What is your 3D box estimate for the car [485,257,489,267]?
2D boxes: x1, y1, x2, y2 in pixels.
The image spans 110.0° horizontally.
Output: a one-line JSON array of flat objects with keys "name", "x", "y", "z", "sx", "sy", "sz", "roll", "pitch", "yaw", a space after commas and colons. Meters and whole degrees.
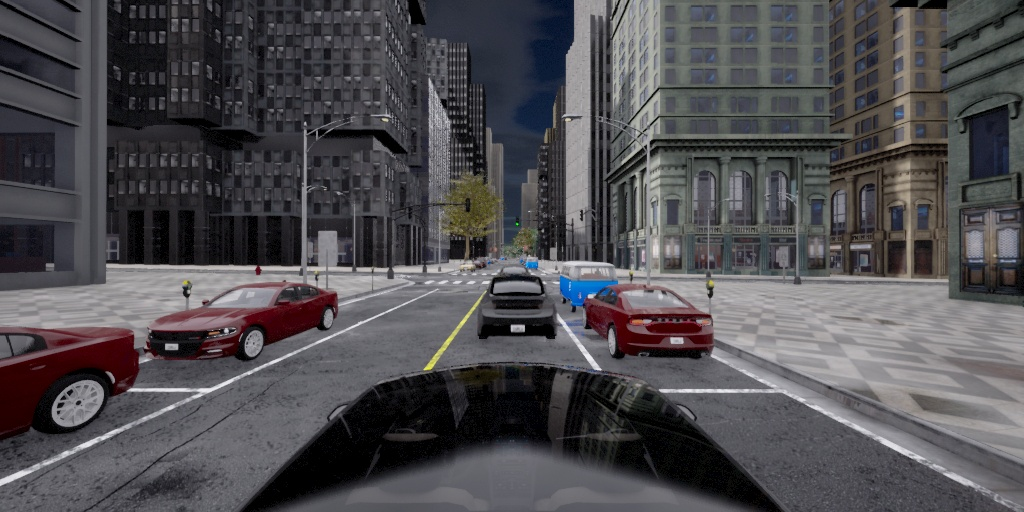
[{"name": "car", "x": -5.625, "y": 1.101, "z": 62.286, "sx": 2.192, "sy": 1.841, "sz": 5.009, "roll": 0, "pitch": 0, "yaw": 0}]

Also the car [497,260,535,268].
[{"name": "car", "x": 0.140, "y": 1.232, "z": 21.202, "sx": 1.882, "sy": 1.535, "sz": 5.008, "roll": 0, "pitch": 0, "yaw": 0}]

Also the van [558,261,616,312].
[{"name": "van", "x": 2.804, "y": 1.093, "z": 13.811, "sx": 1.690, "sy": 1.789, "sz": 3.998, "roll": 0, "pitch": 0, "yaw": 0}]

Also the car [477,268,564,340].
[{"name": "car", "x": 0.120, "y": 1.257, "z": 9.922, "sx": 1.837, "sy": 1.490, "sz": 4.892, "roll": 0, "pitch": 0, "yaw": 0}]

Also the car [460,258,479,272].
[{"name": "car", "x": -5.668, "y": 1.297, "z": 46.247, "sx": 1.751, "sy": 1.417, "sz": 4.829, "roll": 0, "pitch": 0, "yaw": 0}]

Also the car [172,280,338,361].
[{"name": "car", "x": -5.765, "y": 1.296, "z": 8.324, "sx": 1.888, "sy": 1.381, "sz": 4.507, "roll": 0, "pitch": 0, "yaw": 0}]

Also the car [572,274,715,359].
[{"name": "car", "x": 2.790, "y": 1.296, "z": 8.286, "sx": 1.888, "sy": 1.381, "sz": 4.507, "roll": 0, "pitch": 0, "yaw": 0}]

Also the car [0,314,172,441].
[{"name": "car", "x": -5.776, "y": 1.295, "z": 2.799, "sx": 1.888, "sy": 1.381, "sz": 4.507, "roll": 0, "pitch": 0, "yaw": 0}]

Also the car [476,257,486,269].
[{"name": "car", "x": -5.637, "y": 1.326, "z": 56.997, "sx": 1.888, "sy": 1.381, "sz": 4.507, "roll": 0, "pitch": 0, "yaw": 0}]

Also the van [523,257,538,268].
[{"name": "van", "x": 2.876, "y": 1.117, "z": 51.795, "sx": 1.690, "sy": 1.789, "sz": 3.998, "roll": 0, "pitch": 0, "yaw": 0}]
